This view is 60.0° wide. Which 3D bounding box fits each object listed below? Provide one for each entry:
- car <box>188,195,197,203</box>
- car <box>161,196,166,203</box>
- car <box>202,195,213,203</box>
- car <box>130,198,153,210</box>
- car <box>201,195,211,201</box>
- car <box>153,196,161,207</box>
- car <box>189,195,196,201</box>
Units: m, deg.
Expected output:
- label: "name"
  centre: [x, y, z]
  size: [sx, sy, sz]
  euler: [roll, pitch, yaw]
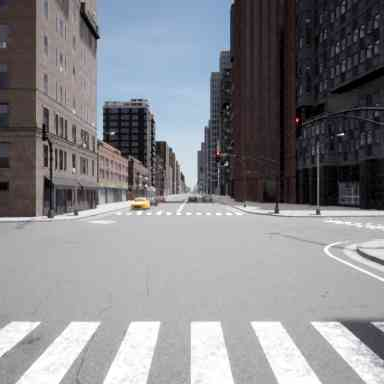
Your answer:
- label: "car"
  centre: [0.113, 1.483, 70.978]
  size: [1.882, 1.535, 5.008]
  euler: [0, 0, 0]
- label: "car"
  centre: [-6.417, 1.486, 66.977]
  size: [1.882, 1.535, 5.008]
  euler: [0, 0, 1]
- label: "car"
  centre: [3.363, 1.530, 70.973]
  size: [2.128, 1.511, 4.902]
  euler: [0, 0, 0]
- label: "car"
  centre: [-6.531, 1.485, 42.203]
  size: [1.882, 1.535, 5.008]
  euler: [0, 0, 0]
- label: "car"
  centre: [3.379, 1.497, 81.393]
  size: [2.128, 1.511, 4.902]
  euler: [0, 0, 0]
- label: "car"
  centre: [-6.504, 1.572, 52.598]
  size: [1.994, 1.385, 4.181]
  euler: [0, 0, 1]
- label: "car"
  centre: [0.130, 1.450, 81.397]
  size: [1.882, 1.535, 5.008]
  euler: [0, 0, 0]
